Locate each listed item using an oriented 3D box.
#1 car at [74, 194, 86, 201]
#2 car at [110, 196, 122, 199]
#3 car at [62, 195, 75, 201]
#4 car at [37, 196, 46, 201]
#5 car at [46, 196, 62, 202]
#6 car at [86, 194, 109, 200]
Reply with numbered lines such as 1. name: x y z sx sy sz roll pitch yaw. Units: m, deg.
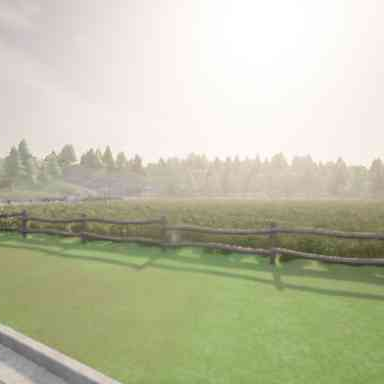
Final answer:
1. car: -26.605 1.818 83.063 1.895 1.301 4.718 0 0 11
2. car: -21.263 1.691 92.216 1.895 1.301 4.718 0 0 11
3. car: -30.029 1.735 83.794 1.812 1.442 4.674 0 0 11
4. car: -36.998 1.756 84.626 2.033 1.411 5.357 0 0 11
5. car: -33.562 1.757 83.959 2.033 1.411 5.357 0 0 11
6. car: -23.254 1.747 81.958 2.128 1.511 4.902 0 0 11
